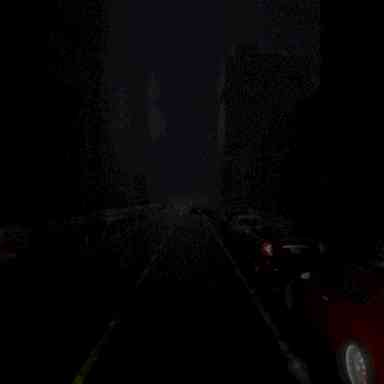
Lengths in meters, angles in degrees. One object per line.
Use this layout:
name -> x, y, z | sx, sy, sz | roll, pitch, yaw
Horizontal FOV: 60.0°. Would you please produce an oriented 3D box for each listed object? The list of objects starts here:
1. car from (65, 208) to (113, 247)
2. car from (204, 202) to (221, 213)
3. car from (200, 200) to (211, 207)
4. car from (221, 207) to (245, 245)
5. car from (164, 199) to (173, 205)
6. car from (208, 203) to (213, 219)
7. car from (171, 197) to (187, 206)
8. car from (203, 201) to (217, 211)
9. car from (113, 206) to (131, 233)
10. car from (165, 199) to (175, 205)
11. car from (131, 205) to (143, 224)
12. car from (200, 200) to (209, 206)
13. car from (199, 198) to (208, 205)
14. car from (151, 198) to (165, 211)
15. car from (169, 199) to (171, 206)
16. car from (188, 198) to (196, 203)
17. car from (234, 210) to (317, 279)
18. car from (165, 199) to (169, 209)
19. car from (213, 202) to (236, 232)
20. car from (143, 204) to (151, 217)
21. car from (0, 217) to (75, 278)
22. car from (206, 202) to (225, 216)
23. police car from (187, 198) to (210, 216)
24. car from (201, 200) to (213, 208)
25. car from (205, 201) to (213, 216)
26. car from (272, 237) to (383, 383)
car -> -5.387, 1.699, 15.915 | 1.887, 1.381, 4.507 | 0, -1, 0
car -> 2.638, 1.984, 43.509 | 2.008, 1.369, 4.403 | 0, -1, 0
car -> 2.639, 2.215, 65.584 | 2.008, 1.369, 4.403 | 0, -1, 0
car -> 2.638, 1.682, 16.088 | 1.752, 1.417, 4.829 | 0, -1, 0
car -> -5.386, 2.303, 76.443 | 1.752, 1.417, 4.829 | 0, -1, 0
car -> 2.638, 1.814, 26.954 | 2.008, 1.369, 4.403 | 0, -1, 0
car -> -2.748, 2.269, 71.012 | 1.994, 1.385, 4.181 | 0, -1, 0
car -> 2.639, 2.073, 49.028 | 1.802, 1.307, 4.206 | 0, -1, 0
car -> -5.387, 1.732, 21.263 | 1.752, 1.417, 4.829 | 0, -1, 0
car -> -5.385, 2.387, 82.131 | 2.008, 1.369, 4.403 | 0, -1, 0
car -> -5.387, 1.844, 26.951 | 1.802, 1.307, 4.206 | 0, -1, 0
car -> 2.639, 2.304, 71.102 | 1.802, 1.307, 4.206 | 0, -1, 0
car -> 2.640, 2.219, 76.623 | 1.967, 1.590, 4.097 | 0, -1, 0
car -> -5.382, 2.014, 48.855 | 1.752, 1.417, 4.829 | 0, -1, 0
car -> -5.386, 2.188, 60.058 | 1.802, 1.307, 4.206 | 0, -1, 0
car -> 0.003, 2.331, 87.900 | 1.895, 1.301, 4.718 | 0, -1, 0
car -> 2.638, 1.542, 10.400 | 1.967, 1.590, 4.097 | 0, -1, 0
car -> -5.386, 1.864, 54.543 | 2.192, 1.841, 5.009 | 0, -1, 0
car -> 2.638, 1.649, 21.437 | 1.967, 1.590, 4.097 | 0, -1, 0
car -> -5.387, 1.901, 32.468 | 1.802, 1.307, 4.206 | 0, -1, 0
car -> -5.388, 1.683, 10.397 | 1.802, 1.307, 4.206 | 0, -1, 0
car -> 2.638, 1.921, 37.991 | 1.887, 1.381, 4.507 | 0, -1, 0
police car -> 0.727, 1.794, 37.258 | 1.930, 1.638, 5.238 | 0, -1, -2
car -> 2.639, 2.157, 60.066 | 2.008, 1.369, 4.403 | 0, -1, 0
car -> 2.638, 1.885, 32.472 | 1.947, 1.339, 4.313 | 0, -1, 0
car -> 2.637, 1.630, 4.880 | 1.802, 1.307, 4.206 | 0, -1, 0
